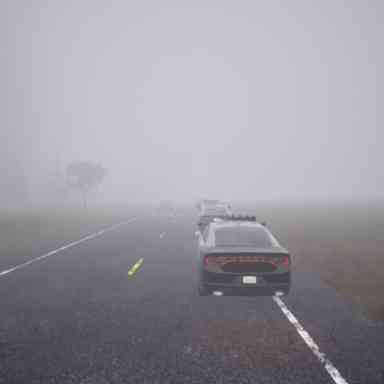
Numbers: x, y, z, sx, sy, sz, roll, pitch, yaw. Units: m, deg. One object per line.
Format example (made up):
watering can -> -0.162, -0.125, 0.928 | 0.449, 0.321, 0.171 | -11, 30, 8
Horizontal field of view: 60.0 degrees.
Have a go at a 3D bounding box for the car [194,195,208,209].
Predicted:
car -> 1.281, 1.529, 45.496 | 2.033, 1.411, 5.357 | 0, 0, 4

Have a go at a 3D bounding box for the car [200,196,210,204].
car -> 2.564, 1.488, 65.333 | 1.812, 1.442, 4.674 | 0, 0, 5

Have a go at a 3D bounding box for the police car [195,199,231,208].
police car -> 1.270, 1.421, 18.716 | 1.930, 1.638, 5.238 | 0, 0, 1

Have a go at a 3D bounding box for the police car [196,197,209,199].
police car -> 1.430, 1.419, 24.693 | 1.930, 1.638, 5.238 | 0, 0, 2

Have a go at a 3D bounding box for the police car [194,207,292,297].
police car -> 1.098, 1.423, 8.751 | 1.930, 1.638, 5.238 | 0, 0, 1

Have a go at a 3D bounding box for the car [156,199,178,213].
car -> -2.739, 1.513, 37.047 | 1.812, 1.442, 4.674 | 0, 0, 3
